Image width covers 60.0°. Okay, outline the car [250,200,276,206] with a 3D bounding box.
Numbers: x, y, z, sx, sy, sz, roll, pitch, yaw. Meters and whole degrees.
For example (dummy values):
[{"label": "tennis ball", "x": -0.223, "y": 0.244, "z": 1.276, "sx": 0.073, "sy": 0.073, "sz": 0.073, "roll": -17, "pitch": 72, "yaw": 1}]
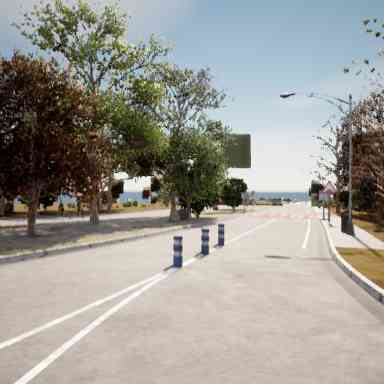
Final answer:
[{"label": "car", "x": 19.845, "y": 3.260, "z": 93.064, "sx": 5.366, "sy": 1.575, "sz": 1.946, "roll": 0, "pitch": -3, "yaw": 19}]
